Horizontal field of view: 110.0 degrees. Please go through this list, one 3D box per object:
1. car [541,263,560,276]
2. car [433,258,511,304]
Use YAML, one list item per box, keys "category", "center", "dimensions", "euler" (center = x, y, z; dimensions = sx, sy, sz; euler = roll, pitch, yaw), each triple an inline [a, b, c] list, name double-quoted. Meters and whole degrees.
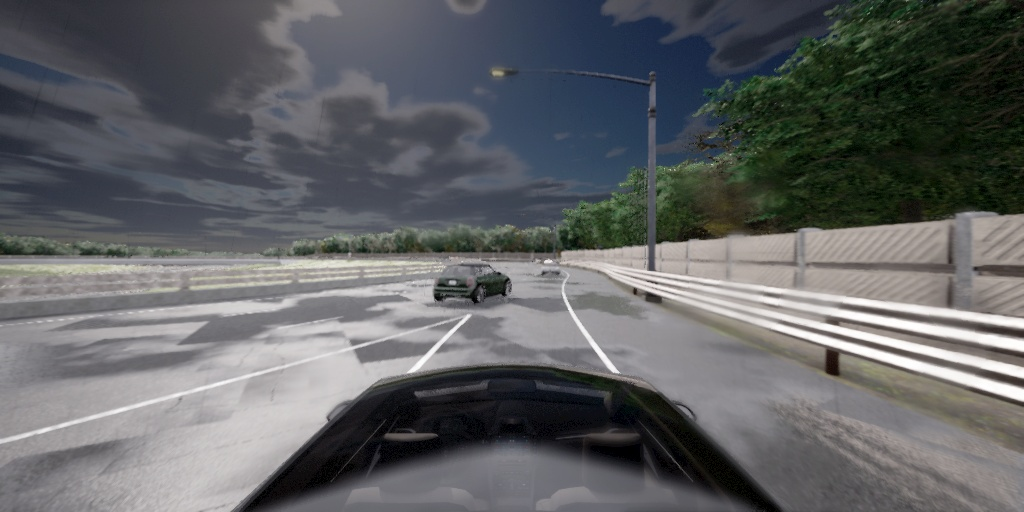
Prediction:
- category: "car"
  center: [4.282, 1.422, 39.279]
  dimensions: [1.895, 1.301, 4.718]
  euler: [0, 0, 9]
- category: "car"
  center: [-1.673, 1.109, 16.618]
  dimensions: [2.097, 1.767, 4.553]
  euler: [0, 0, 21]
